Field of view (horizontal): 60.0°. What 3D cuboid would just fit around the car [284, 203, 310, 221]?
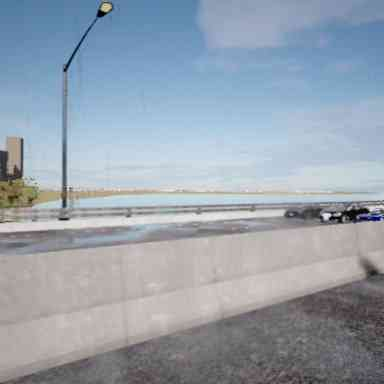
[{"bbox_3d":[9.635,1.631,27.920,4.181,1.385,1.994,0,0,-35],"label":"car"}]

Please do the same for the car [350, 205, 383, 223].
[{"bbox_3d":[12.503,1.665,21.387,4.718,1.301,1.895,0,0,-35],"label":"car"}]

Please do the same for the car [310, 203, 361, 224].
[{"bbox_3d":[11.501,1.559,24.955,4.902,1.511,2.128,0,0,-35],"label":"car"}]
